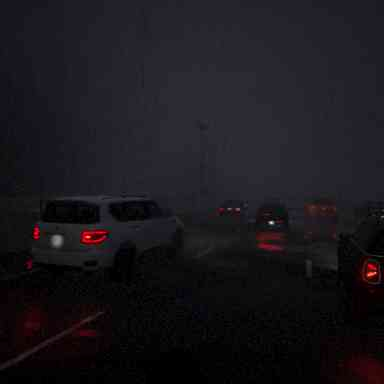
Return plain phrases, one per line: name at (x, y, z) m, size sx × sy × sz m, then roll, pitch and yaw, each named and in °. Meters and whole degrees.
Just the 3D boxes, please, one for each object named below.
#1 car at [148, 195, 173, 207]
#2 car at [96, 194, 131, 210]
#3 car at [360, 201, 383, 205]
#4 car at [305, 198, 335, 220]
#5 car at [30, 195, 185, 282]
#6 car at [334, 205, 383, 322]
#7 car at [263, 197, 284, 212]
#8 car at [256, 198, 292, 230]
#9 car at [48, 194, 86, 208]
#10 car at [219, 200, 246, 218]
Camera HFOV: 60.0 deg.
car at (-4.077, 1.163, 44.395) m, size 2.033 × 1.411 × 5.357 m, roll 1°, pitch 0°, yaw 10°
car at (-8.862, 1.093, 37.984) m, size 1.882 × 1.535 × 5.008 m, roll 1°, pitch 0°, yaw 12°
car at (13.358, 1.436, 24.568) m, size 2.128 × 1.511 × 4.902 m, roll 1°, pitch 0°, yaw 14°
car at (10.243, 1.250, 26.517) m, size 2.097 × 1.767 × 4.553 m, roll 1°, pitch 0°, yaw 14°
car at (-2.043, 1.121, 9.834) m, size 2.150 × 2.045 × 5.566 m, roll 1°, pitch 1°, yaw 20°
car at (4.319, 1.338, 6.968) m, size 2.097 × 1.767 × 4.553 m, roll 1°, pitch 0°, yaw 20°
car at (9.064, 1.350, 37.496) m, size 2.033 × 1.411 × 5.357 m, roll 1°, pitch 0°, yaw 11°
car at (5.054, 1.397, 20.605) m, size 1.837 × 1.490 × 4.892 m, roll 1°, pitch 1°, yaw 16°
car at (-15.355, 1.016, 41.174) m, size 2.128 × 1.511 × 4.902 m, roll 1°, pitch 0°, yaw 11°
car at (3.517, 1.363, 28.283) m, size 2.033 × 1.411 × 5.357 m, roll 1°, pitch 0°, yaw 14°
